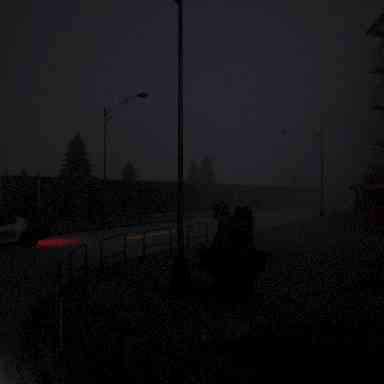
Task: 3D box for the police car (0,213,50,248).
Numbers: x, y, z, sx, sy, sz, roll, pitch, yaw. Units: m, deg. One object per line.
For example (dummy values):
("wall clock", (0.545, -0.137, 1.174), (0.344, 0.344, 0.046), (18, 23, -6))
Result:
("police car", (-8.102, 1.507, 12.556), (2.038, 1.542, 4.974), (0, 0, 35))
